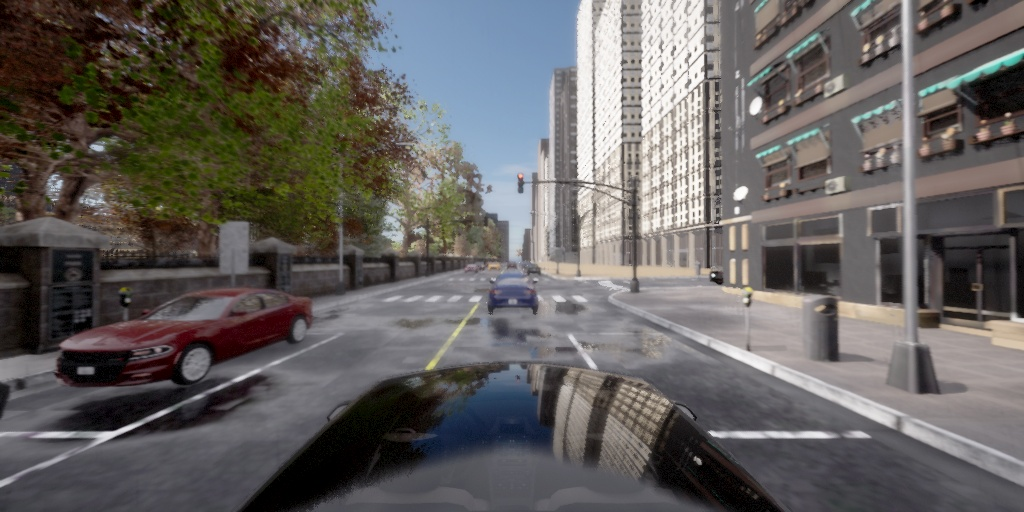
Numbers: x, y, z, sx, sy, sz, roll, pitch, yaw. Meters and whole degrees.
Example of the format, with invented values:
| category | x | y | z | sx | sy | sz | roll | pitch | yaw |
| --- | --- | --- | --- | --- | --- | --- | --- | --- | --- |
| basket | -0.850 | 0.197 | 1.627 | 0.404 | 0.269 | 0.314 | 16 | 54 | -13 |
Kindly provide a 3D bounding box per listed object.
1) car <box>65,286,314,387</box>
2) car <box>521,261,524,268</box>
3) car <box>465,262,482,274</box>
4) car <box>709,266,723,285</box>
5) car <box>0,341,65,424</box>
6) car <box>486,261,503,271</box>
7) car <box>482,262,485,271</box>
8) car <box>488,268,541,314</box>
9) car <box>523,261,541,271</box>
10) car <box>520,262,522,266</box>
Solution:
| category | x | y | z | sx | sy | sz | roll | pitch | yaw |
| --- | --- | --- | --- | --- | --- | --- | --- | --- | --- |
| car | -5.820 | 1.341 | 7.138 | 1.888 | 1.381 | 4.507 | 0 | 0 | 0 |
| car | 2.701 | 1.751 | 50.684 | 1.948 | 1.339 | 4.313 | 0 | 0 | 0 |
| car | -5.679 | 1.768 | 50.686 | 1.802 | 1.307 | 4.207 | 0 | 0 | 0 |
| car | 14.689 | 1.202 | 22.470 | 4.313 | 1.339 | 1.948 | 0 | 0 | 0 |
| car | -5.770 | 1.300 | 1.598 | 2.007 | 1.370 | 4.403 | 0 | 0 | 0 |
| car | -3.031 | 1.763 | 61.333 | 1.882 | 1.535 | 5.008 | 0 | 0 | 1 |
| car | -5.676 | 1.732 | 61.951 | 1.967 | 1.591 | 4.097 | 0 | 0 | 0 |
| car | 0.048 | 1.383 | 14.291 | 1.812 | 1.442 | 4.674 | 0 | 0 | 0 |
| car | 2.699 | 1.699 | 45.052 | 1.948 | 1.339 | 4.313 | 0 | 0 | 0 |
| car | 2.703 | 1.804 | 56.317 | 1.948 | 1.339 | 4.313 | 0 | 0 | 0 |
